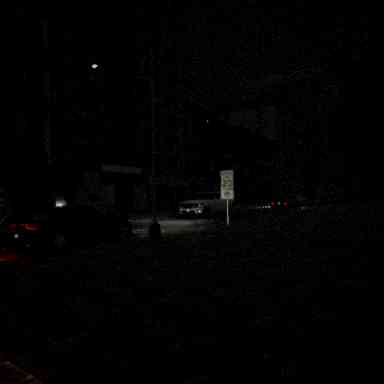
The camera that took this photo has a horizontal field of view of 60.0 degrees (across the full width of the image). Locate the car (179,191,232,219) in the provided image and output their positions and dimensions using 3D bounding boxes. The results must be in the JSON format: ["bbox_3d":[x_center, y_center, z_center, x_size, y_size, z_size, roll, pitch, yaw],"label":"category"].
[{"bbox_3d":[1.249,0.978,26.969,2.150,2.045,5.566,-2,0,35],"label":"car"}]

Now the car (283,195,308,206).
[{"bbox_3d":[14.272,1.136,45.585,1.882,1.535,5.008,-2,-1,35],"label":"car"}]

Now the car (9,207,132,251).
[{"bbox_3d":[-4.634,1.328,13.464,1.882,1.535,5.008,-2,0,35],"label":"car"}]

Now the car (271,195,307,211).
[{"bbox_3d":[9.906,1.170,34.446,2.033,1.411,5.357,-2,-1,35],"label":"car"}]
